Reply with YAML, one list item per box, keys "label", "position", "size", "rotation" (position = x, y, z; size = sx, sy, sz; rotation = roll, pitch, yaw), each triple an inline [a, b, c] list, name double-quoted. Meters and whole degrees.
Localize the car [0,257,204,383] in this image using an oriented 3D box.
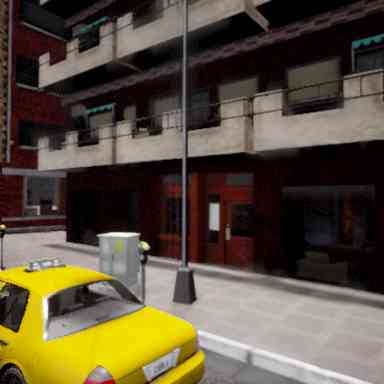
- label: "car"
  position: [-2.125, 1.566, 4.475]
  size: [4.829, 1.417, 1.752]
  rotation: [0, -1, 37]
